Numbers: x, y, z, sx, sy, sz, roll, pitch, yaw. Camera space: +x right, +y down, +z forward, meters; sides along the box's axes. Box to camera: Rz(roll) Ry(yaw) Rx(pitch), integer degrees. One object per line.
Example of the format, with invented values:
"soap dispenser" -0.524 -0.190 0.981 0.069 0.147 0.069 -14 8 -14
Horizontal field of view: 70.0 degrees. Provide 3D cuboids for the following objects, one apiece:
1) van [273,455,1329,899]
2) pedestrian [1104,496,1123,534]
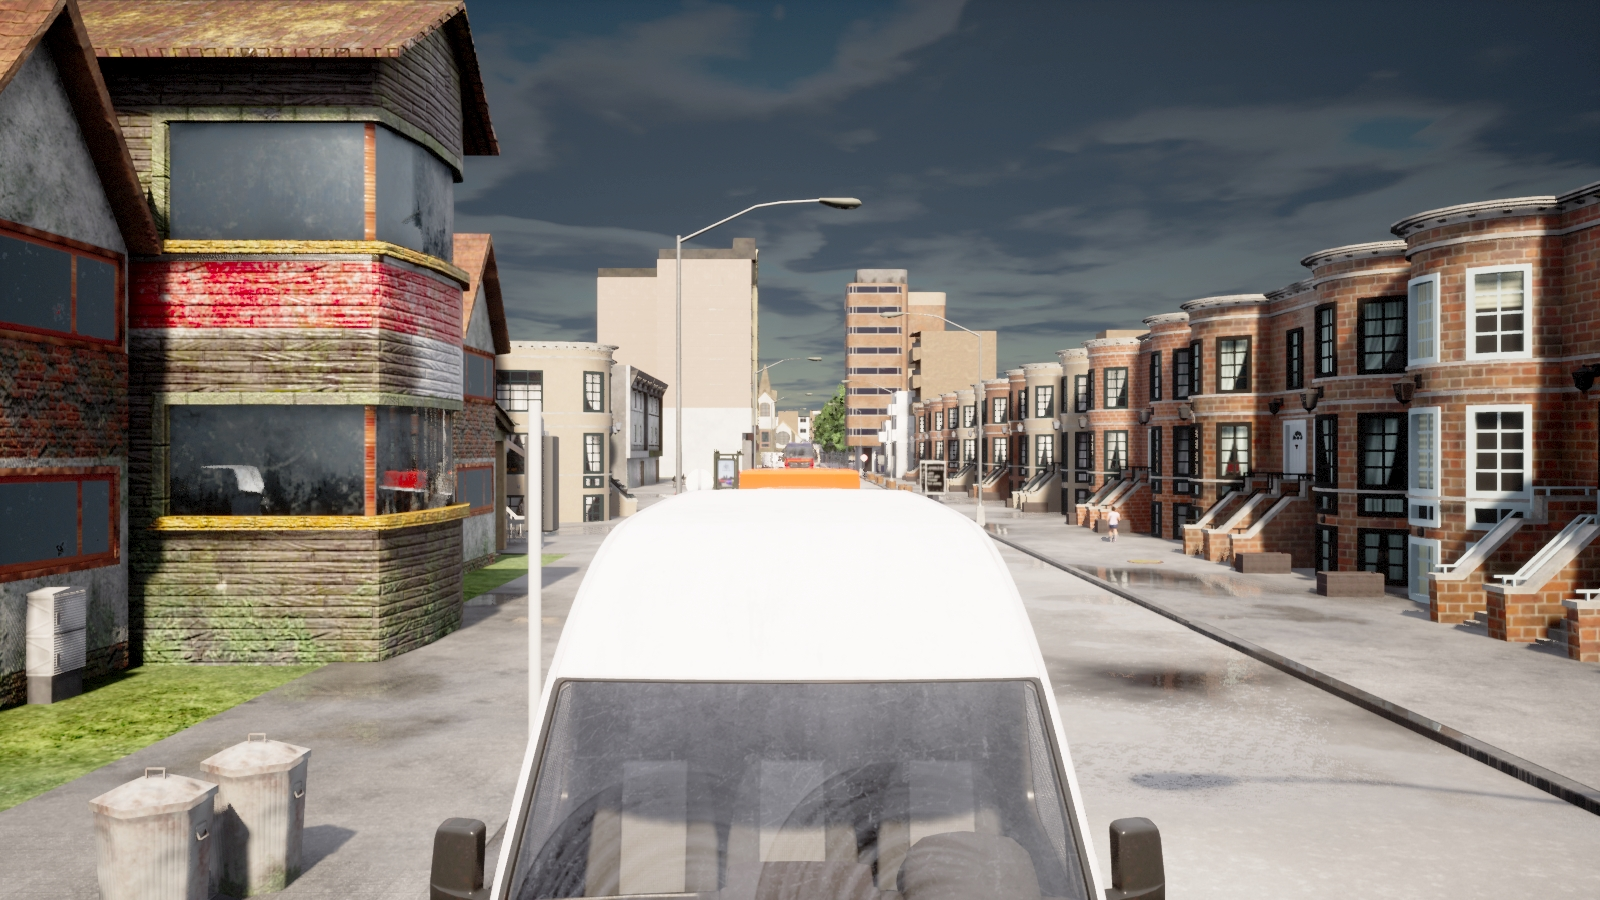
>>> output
"van" -0.003 1.314 5.110 1.988 2.561 5.915 0 0 0
"pedestrian" 9.186 1.903 33.499 0.500 1.100 0.500 0 0 11
